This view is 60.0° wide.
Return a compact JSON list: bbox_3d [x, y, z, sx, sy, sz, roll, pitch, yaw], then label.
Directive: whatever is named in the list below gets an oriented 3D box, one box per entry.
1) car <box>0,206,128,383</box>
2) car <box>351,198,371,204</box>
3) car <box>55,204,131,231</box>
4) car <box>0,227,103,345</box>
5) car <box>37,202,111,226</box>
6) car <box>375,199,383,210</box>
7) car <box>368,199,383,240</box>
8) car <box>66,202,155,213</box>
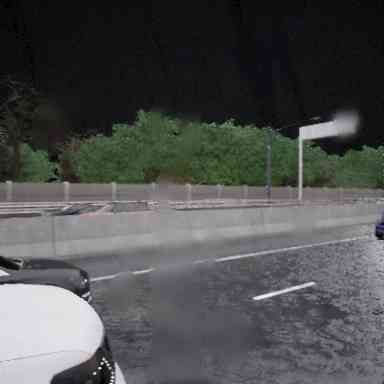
[{"bbox_3d":[-3.078,1.224,1.534,5.566,2.045,2.150,0,0,-35],"label":"car"},{"bbox_3d":[24.555,1.646,47.329,4.892,1.490,1.837,0,0,-35],"label":"car"},{"bbox_3d":[-6.243,1.552,21.044,4.181,1.385,1.994,0,0,-36],"label":"car"},{"bbox_3d":[-4.085,1.504,5.133,4.892,1.490,1.837,0,0,-36],"label":"car"},{"bbox_3d":[-8.373,1.514,23.823,4.674,1.442,1.812,0,0,-36],"label":"car"},{"bbox_3d":[26.638,1.668,44.520,4.674,1.442,1.812,0,0,-35],"label":"car"},{"bbox_3d":[10.623,1.330,15.643,4.553,1.767,2.097,0,0,-36],"label":"car"},{"bbox_3d":[-4.186,1.340,18.212,4.553,1.767,2.097,0,0,-36],"label":"car"}]
